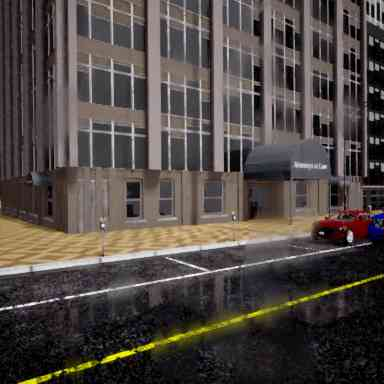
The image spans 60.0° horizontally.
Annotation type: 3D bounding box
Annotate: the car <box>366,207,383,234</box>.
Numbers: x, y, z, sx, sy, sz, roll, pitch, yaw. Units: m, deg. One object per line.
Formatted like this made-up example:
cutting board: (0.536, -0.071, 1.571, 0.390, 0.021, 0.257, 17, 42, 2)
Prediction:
car: (12.101, 1.547, 19.065, 4.403, 1.369, 2.008, 0, -1, -35)

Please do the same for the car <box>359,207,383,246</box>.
car: (9.766, 1.219, 14.208, 5.566, 2.045, 2.150, 0, 0, -35)

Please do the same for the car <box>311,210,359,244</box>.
car: (7.474, 1.542, 15.764, 4.507, 1.381, 1.887, 0, -1, -35)
